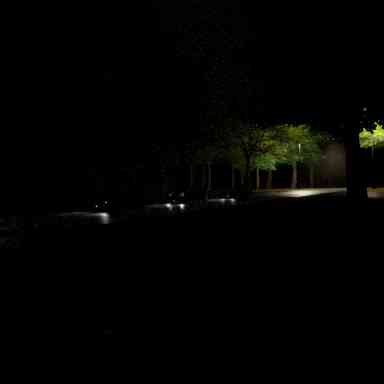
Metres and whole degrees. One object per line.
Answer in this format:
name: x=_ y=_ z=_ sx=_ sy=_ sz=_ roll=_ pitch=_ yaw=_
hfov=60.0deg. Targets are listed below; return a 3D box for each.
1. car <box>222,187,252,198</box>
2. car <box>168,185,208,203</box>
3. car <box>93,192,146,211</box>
car: x=5.687 y=0.059 z=41.994 sx=1.895 sy=1.301 sz=4.718 roll=-1 pitch=2 yaw=38
car: x=-0.371 y=0.192 z=34.159 sx=2.097 sy=1.767 sz=4.553 roll=-1 pitch=2 yaw=38
car: x=-5.796 y=0.716 z=27.121 sx=1.812 sy=1.442 sz=4.674 roll=-1 pitch=2 yaw=39
